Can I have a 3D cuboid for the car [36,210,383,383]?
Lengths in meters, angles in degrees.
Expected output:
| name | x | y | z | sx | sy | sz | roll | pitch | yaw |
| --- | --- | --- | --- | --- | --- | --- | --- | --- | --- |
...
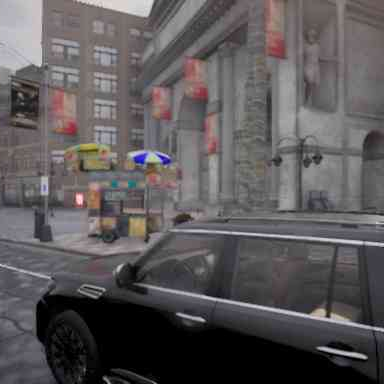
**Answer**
| name | x | y | z | sx | sy | sz | roll | pitch | yaw |
| --- | --- | --- | --- | --- | --- | --- | --- | --- | --- |
| car | 0.677 | 1.220 | 3.472 | 5.566 | 2.045 | 2.150 | 0 | 0 | 36 |
